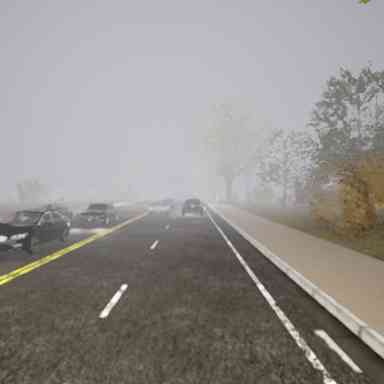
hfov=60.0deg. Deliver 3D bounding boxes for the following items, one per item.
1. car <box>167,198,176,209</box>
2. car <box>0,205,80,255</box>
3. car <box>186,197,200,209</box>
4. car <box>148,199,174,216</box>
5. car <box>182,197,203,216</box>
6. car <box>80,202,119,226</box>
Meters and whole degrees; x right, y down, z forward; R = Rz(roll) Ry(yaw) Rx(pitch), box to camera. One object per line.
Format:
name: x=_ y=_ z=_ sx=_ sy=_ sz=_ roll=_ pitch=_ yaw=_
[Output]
car: x=-3.155 y=1.582 z=45.164 sx=2.033 sy=1.411 sz=5.357 roll=0 pitch=0 yaw=1
car: x=-6.563 y=1.505 z=13.551 sx=2.128 sy=1.511 sz=4.902 roll=0 pitch=0 yaw=0
car: x=0.126 y=1.513 z=47.612 sx=1.882 sy=1.535 sz=5.008 roll=0 pitch=0 yaw=0
car: x=-3.192 y=1.631 z=33.308 sx=1.895 sy=1.301 sz=4.718 roll=0 pitch=0 yaw=0
car: x=0.063 y=1.382 z=33.635 sx=2.097 sy=1.767 sz=4.553 roll=0 pitch=0 yaw=0
car: x=-6.548 y=1.528 z=23.739 sx=1.837 sy=1.490 sz=4.892 roll=0 pitch=0 yaw=0
